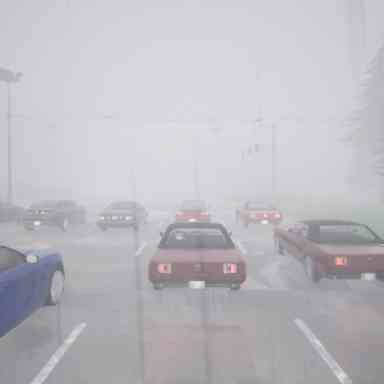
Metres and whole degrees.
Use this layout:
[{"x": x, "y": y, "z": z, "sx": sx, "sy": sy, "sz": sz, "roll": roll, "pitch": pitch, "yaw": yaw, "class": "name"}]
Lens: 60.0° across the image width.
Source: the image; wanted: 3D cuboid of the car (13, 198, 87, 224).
[{"x": -6.922, "y": 1.087, "z": 17.253, "sx": 1.837, "sy": 1.490, "sz": 4.892, "roll": 0, "pitch": 1, "yaw": 0, "class": "car"}]

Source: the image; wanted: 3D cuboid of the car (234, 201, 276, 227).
[{"x": 3.557, "y": 1.150, "z": 18.607, "sx": 1.895, "sy": 1.301, "sz": 4.718, "roll": 0, "pitch": 1, "yaw": -1, "class": "car"}]

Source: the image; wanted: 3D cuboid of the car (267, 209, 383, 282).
[{"x": 3.597, "y": 1.381, "z": 8.986, "sx": 1.895, "sy": 1.301, "sz": 4.718, "roll": 0, "pitch": 1, "yaw": 0, "class": "car"}]

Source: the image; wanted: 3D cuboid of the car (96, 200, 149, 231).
[{"x": -3.415, "y": 1.130, "z": 17.205, "sx": 2.033, "sy": 1.411, "sz": 5.357, "roll": 0, "pitch": 1, "yaw": 0, "class": "car"}]

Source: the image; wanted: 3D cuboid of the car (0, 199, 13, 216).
[{"x": -10.423, "y": 1.074, "z": 17.240, "sx": 2.128, "sy": 1.511, "sz": 4.902, "roll": 0, "pitch": 1, "yaw": 0, "class": "car"}]

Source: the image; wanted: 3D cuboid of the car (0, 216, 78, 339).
[{"x": -3.402, "y": 1.366, "z": 4.480, "sx": 1.882, "sy": 1.535, "sz": 5.008, "roll": 0, "pitch": 1, "yaw": 0, "class": "car"}]

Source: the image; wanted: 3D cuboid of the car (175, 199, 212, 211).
[{"x": 0.067, "y": 1.095, "z": 17.751, "sx": 1.812, "sy": 1.442, "sz": 4.674, "roll": 0, "pitch": 1, "yaw": 1, "class": "car"}]

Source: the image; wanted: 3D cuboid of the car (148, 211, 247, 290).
[{"x": 0.097, "y": 1.395, "z": 8.431, "sx": 1.895, "sy": 1.301, "sz": 4.718, "roll": 0, "pitch": 1, "yaw": 0, "class": "car"}]
